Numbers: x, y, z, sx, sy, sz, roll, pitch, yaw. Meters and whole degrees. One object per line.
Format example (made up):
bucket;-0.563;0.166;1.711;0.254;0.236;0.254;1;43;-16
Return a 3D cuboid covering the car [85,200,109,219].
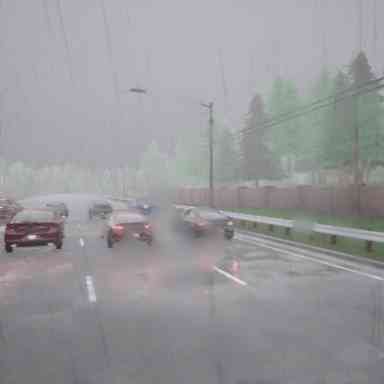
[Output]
car;-7.896;1.419;28.247;1.837;1.490;4.892;0;1;-20

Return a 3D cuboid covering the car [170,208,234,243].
car;0.365;1.474;15.792;1.812;1.442;4.674;0;0;-20

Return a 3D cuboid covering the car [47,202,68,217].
car;-11.343;1.480;27.487;1.994;1.385;4.181;0;0;-20

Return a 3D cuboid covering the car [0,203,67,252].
car;-6.403;1.435;13.924;1.882;1.535;5.008;0;0;-20

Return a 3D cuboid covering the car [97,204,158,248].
car;-2.929;1.479;14.610;1.812;1.442;4.674;0;0;-20

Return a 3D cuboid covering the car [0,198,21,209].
car;-14.354;1.275;25.508;2.097;1.767;4.553;0;0;-20

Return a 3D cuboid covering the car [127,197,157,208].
car;-4.485;1.259;29.094;2.097;1.767;4.553;0;0;-20
